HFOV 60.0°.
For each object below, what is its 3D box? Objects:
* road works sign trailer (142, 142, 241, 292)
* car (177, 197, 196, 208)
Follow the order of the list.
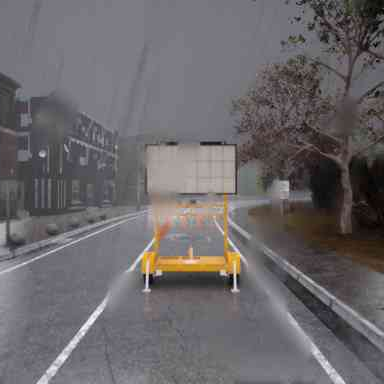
[{"bbox_3d":[-0.021,0.466,8.899,2.380,3.560,2.880,0,0,0],"label":"road works sign trailer"},{"bbox_3d":[-0.685,1.478,48.312,2.128,1.511,4.902,0,0,14],"label":"car"}]
